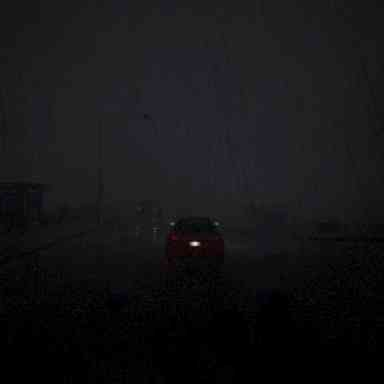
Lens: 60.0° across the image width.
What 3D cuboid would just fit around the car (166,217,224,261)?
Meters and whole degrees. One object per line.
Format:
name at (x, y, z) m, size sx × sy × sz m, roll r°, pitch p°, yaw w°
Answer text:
car at (0.096, 1.641, 12.625) m, size 1.994 × 1.385 × 4.181 m, roll 0°, pitch 0°, yaw 0°

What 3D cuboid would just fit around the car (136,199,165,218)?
car at (-4.094, 1.546, 32.106) m, size 2.097 × 1.767 × 4.553 m, roll 0°, pitch 0°, yaw 0°

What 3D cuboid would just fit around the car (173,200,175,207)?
car at (-4.036, 1.924, 59.517) m, size 1.994 × 1.385 × 4.181 m, roll 0°, pitch 0°, yaw 1°

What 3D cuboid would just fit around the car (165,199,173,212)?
car at (-4.082, 1.815, 44.257) m, size 2.033 × 1.411 × 5.357 m, roll 0°, pitch 0°, yaw 0°
